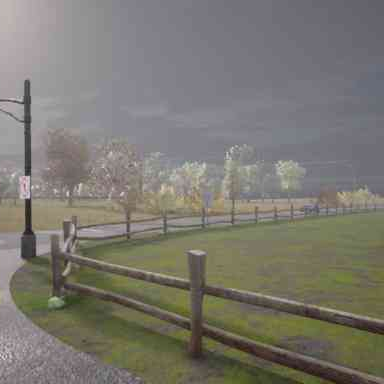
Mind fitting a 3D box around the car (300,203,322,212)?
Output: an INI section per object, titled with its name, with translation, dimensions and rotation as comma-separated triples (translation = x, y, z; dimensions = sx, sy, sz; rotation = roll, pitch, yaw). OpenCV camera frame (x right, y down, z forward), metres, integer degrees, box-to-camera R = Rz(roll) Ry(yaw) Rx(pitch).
[car]
translation = 18.950, 2.448, 52.944
dimensions = 2.033, 1.411, 5.357
rotation = -1, -2, 40
